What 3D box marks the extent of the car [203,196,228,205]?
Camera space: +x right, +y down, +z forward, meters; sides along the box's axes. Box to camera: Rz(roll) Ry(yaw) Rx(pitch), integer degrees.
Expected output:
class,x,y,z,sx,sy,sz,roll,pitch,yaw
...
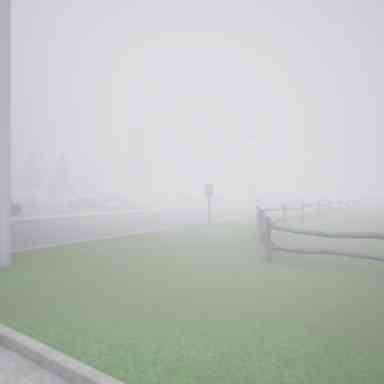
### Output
class,x,y,z,sx,sy,sz,roll,pitch,yaw
car,4.534,1.450,58.296,1.837,1.490,4.892,0,-1,36

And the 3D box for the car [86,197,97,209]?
class,x,y,z,sx,sy,sz,roll,pitch,yaw
car,-10.758,1.289,42.681,2.097,1.767,4.553,0,0,35

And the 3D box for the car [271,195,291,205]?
class,x,y,z,sx,sy,sz,roll,pitch,yaw
car,16.439,1.436,61.004,1.882,1.535,5.008,0,0,36

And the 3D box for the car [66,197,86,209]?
class,x,y,z,sx,sy,sz,roll,pitch,yaw
car,-14.229,1.434,43.823,1.837,1.490,4.892,0,0,35

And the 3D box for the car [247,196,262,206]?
class,x,y,z,sx,sy,sz,roll,pitch,yaw
car,10.479,1.450,52.687,2.128,1.511,4.902,0,0,36

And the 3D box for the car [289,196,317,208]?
class,x,y,z,sx,sy,sz,roll,pitch,yaw
car,16.277,1.535,48.757,1.994,1.385,4.181,0,0,36

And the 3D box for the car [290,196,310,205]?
class,x,y,z,sx,sy,sz,roll,pitch,yaw
car,19.258,1.443,58.929,1.882,1.535,5.008,0,0,36

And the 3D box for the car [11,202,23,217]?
class,x,y,z,sx,sy,sz,roll,pitch,yaw
car,-16.835,1.435,27.832,2.128,1.511,4.902,0,0,35

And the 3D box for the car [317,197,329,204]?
class,x,y,z,sx,sy,sz,roll,pitch,yaw
car,22.077,1.519,56.855,2.033,1.411,5.357,0,0,36

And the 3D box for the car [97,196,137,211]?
class,x,y,z,sx,sy,sz,roll,pitch,yaw
car,-8.551,1.469,39.729,1.812,1.442,4.674,0,0,35

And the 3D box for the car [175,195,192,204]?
class,x,y,z,sx,sy,sz,roll,pitch,yaw
car,-1.148,1.407,62.385,1.882,1.535,5.008,0,0,36

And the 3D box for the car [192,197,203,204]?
class,x,y,z,sx,sy,sz,roll,pitch,yaw
car,2.543,1.537,61.501,1.895,1.301,4.718,0,0,36

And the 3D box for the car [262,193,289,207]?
class,x,y,z,sx,sy,sz,roll,pitch,yaw
car,13.155,1.186,50.407,2.150,2.045,5.566,0,0,38
